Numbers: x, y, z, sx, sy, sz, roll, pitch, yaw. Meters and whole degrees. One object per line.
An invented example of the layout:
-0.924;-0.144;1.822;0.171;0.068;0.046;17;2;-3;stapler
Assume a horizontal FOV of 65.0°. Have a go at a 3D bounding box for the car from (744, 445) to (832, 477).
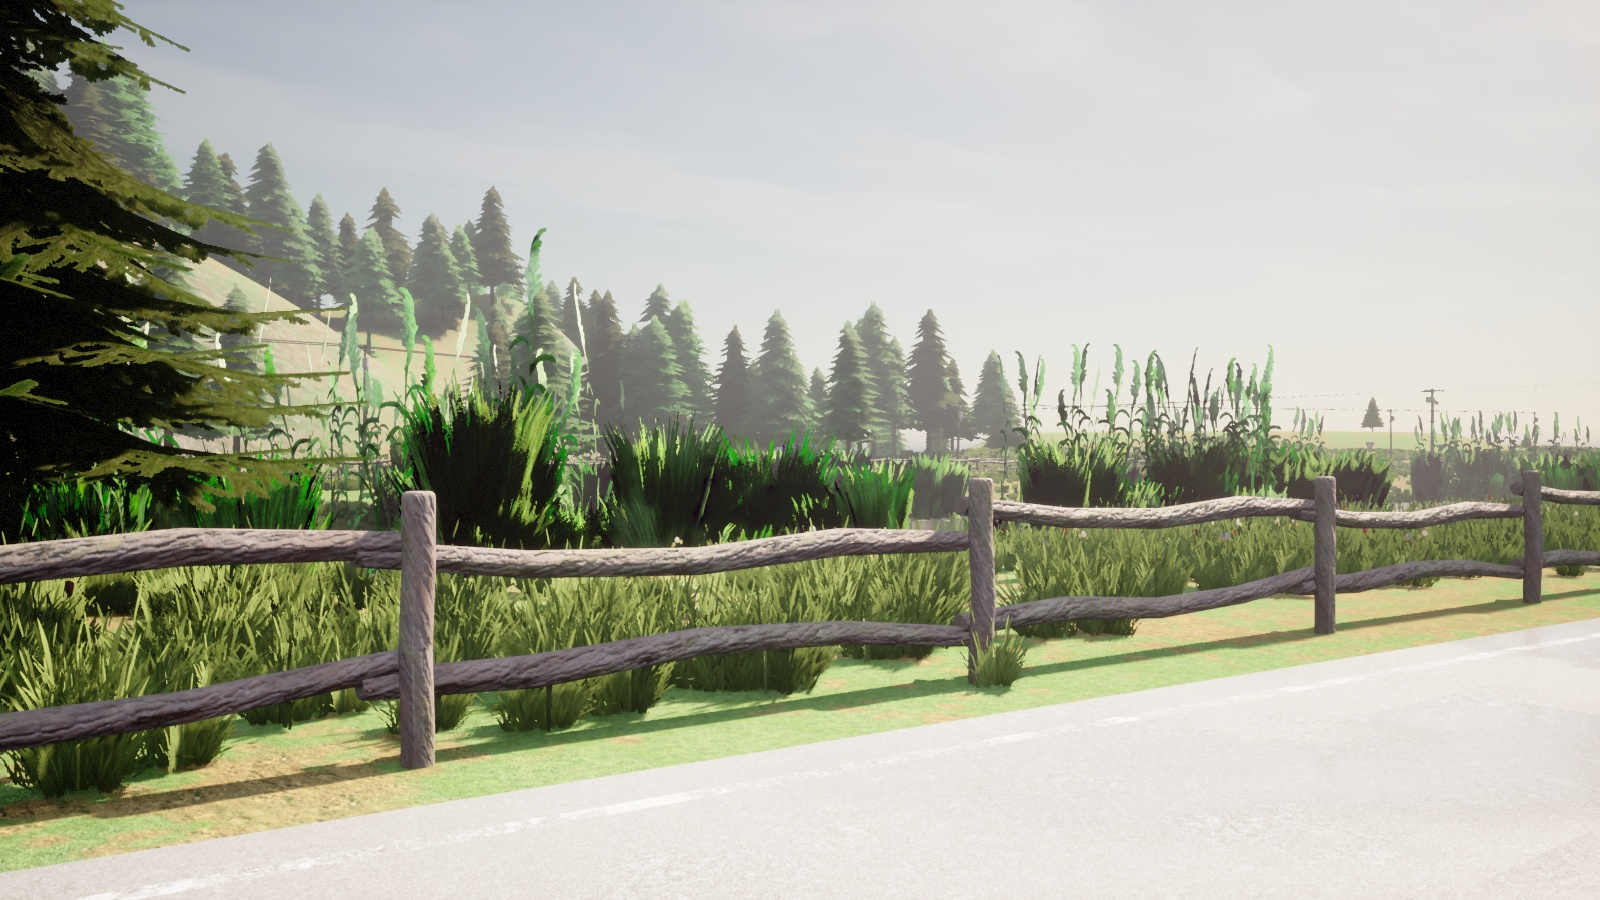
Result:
-0.725;0.699;81.435;5.566;2.045;2.150;0;0;-38;car
